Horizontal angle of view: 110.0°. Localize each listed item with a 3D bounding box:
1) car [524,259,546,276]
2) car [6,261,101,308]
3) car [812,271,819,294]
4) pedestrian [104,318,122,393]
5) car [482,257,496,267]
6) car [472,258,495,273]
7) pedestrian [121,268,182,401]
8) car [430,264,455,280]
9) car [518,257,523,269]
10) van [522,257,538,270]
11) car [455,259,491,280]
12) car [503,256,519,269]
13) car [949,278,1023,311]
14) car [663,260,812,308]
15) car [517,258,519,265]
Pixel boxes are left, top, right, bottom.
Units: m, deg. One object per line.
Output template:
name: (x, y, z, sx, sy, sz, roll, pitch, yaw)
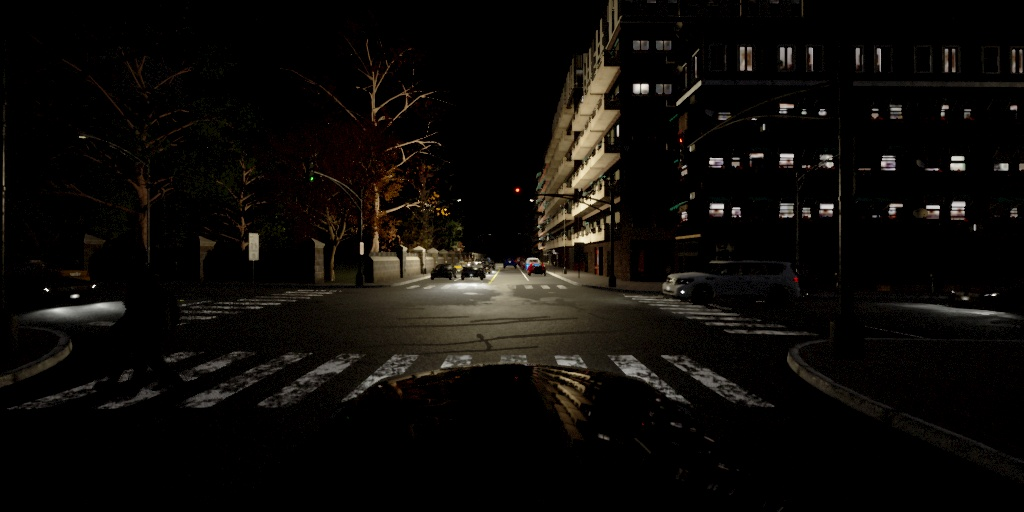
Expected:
car: (2.491, 1.314, 36.924, 1.888, 1.381, 4.507, 0, 0, 0)
car: (-18.229, 0.997, 12.743, 5.357, 1.411, 2.033, 1, 0, -1)
car: (13.353, 1.353, 19.016, 5.009, 1.841, 2.192, 0, 0, -1)
pedestrian: (-5.451, 1.021, 5.185, 0.375, 1.860, 0.375, 0, 0, 0)
car: (-3.373, 1.279, 51.788, 2.128, 1.511, 4.902, 0, 0, 0)
car: (-3.320, 1.279, 41.376, 1.837, 1.490, 4.892, 0, 0, 0)
pedestrian: (-4.896, 1.023, 4.885, 0.375, 1.860, 0.375, 0, 0, 0)
car: (-5.857, 1.330, 31.246, 1.948, 1.339, 4.313, 0, 0, 0)
car: (2.394, 1.230, 53.815, 1.967, 1.591, 4.097, 0, 0, 0)
van: (2.459, 1.116, 42.555, 1.690, 1.789, 3.998, 0, 0, 0)
car: (-3.260, 1.256, 31.078, 2.128, 1.511, 4.902, 0, 0, 0)
car: (-0.331, 1.021, 59.609, 2.150, 2.045, 5.566, 0, 0, 0)
car: (23.254, 1.733, 16.585, 4.674, 1.442, 1.812, 1, 0, -1)
car: (10.021, 1.187, 16.563, 5.566, 2.045, 2.150, 1, 0, 1)
car: (2.361, 1.349, 59.445, 2.007, 1.370, 4.403, 0, 0, 0)
